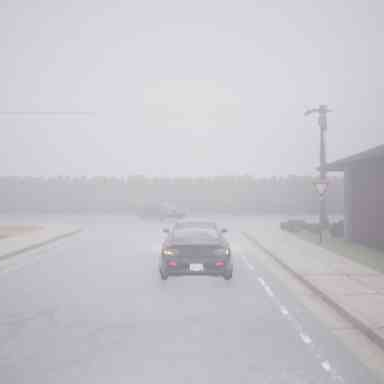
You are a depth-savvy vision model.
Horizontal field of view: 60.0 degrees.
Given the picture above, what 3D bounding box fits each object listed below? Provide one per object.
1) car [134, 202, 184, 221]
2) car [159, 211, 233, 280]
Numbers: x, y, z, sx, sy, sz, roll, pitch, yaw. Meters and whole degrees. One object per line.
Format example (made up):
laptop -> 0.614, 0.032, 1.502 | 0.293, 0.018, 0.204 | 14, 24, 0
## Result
car -> -2.698, 1.560, 27.187 | 2.033, 1.411, 5.357 | 0, 0, -39
car -> 0.098, 1.522, 9.763 | 1.812, 1.442, 4.674 | 0, 0, 0
